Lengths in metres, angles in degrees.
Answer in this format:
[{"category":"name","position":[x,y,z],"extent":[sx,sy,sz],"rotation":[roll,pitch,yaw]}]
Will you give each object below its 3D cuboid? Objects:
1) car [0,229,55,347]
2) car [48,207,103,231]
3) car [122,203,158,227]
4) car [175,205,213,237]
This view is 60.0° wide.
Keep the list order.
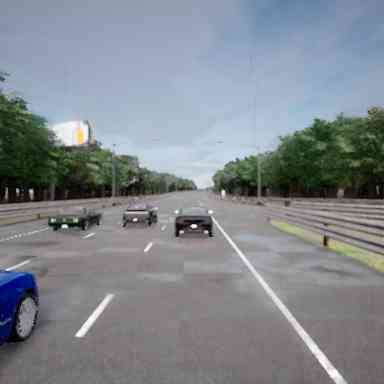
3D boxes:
[{"category":"car","position":[-3.402,1.471,3.380],"extent":[1.882,1.535,5.008],"rotation":[0,0,0]},{"category":"car","position":[-6.906,1.581,20.299],"extent":[1.895,1.301,4.718],"rotation":[0,0,0]},{"category":"car","position":[-3.407,1.472,22.474],"extent":[2.128,1.511,4.902],"rotation":[0,0,0]},{"category":"car","position":[0.095,1.458,18.100],"extent":[1.882,1.535,5.008],"rotation":[0,0,0]}]
